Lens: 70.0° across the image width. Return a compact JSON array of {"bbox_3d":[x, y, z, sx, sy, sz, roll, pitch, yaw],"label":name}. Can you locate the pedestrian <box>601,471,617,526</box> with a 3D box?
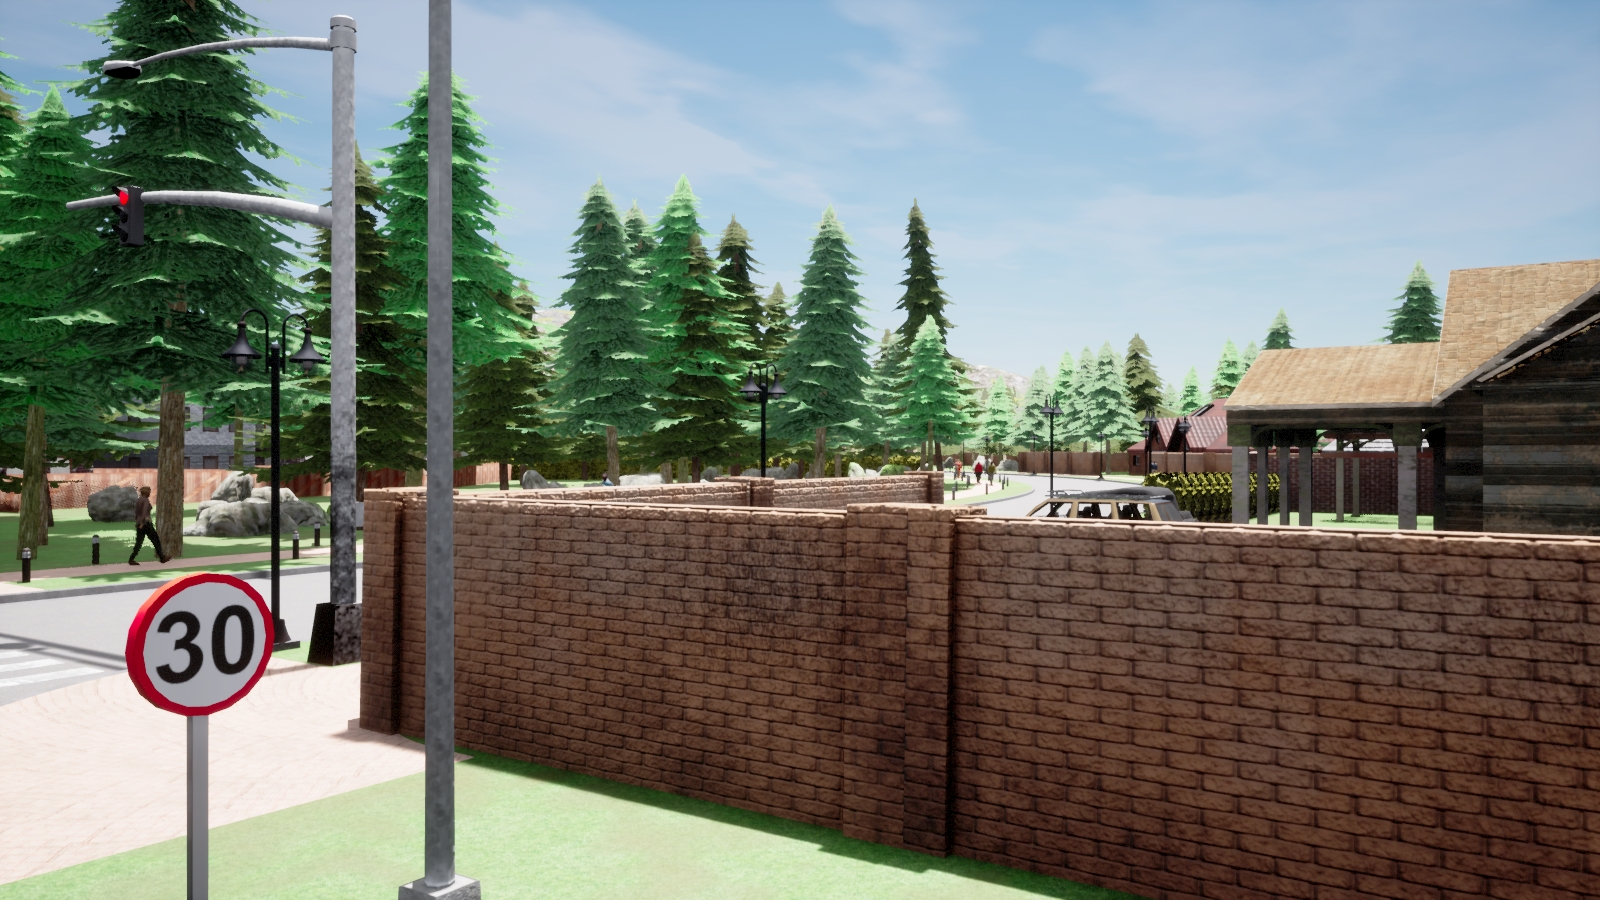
[{"bbox_3d":[-6.515,1.646,38.926,0.375,1.860,0.375,0,0,34],"label":"pedestrian"}]

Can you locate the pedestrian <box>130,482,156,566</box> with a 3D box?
[{"bbox_3d":[-14.713,1.647,25.593,0.375,1.860,0.375,0,0,29],"label":"pedestrian"}]
